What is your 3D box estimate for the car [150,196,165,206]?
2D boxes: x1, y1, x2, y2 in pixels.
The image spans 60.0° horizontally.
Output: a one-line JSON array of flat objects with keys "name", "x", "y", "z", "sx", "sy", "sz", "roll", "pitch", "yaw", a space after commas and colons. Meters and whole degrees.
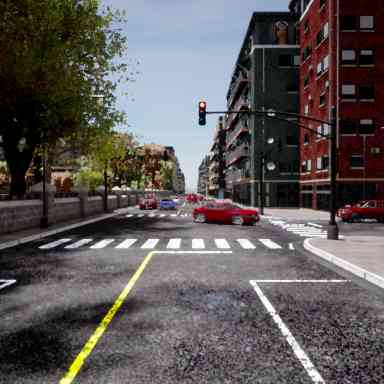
[{"name": "car", "x": -5.647, "y": 1.457, "z": 54.966, "sx": 1.967, "sy": 1.590, "sz": 4.097, "roll": 0, "pitch": 0, "yaw": 0}]

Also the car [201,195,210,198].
[{"name": "car", "x": 2.730, "y": 1.538, "z": 49.595, "sx": 1.752, "sy": 1.417, "sz": 4.829, "roll": 0, "pitch": 0, "yaw": 0}]

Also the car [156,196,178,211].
[{"name": "car", "x": -3.065, "y": 1.534, "z": 41.731, "sx": 1.812, "sy": 1.442, "sz": 4.674, "roll": 0, "pitch": 0, "yaw": 0}]

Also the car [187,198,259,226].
[{"name": "car", "x": 2.330, "y": 1.479, "z": 23.656, "sx": 5.008, "sy": 1.535, "sz": 1.882, "roll": 0, "pitch": 1, "yaw": 39}]

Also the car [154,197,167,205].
[{"name": "car", "x": -5.642, "y": 1.566, "z": 60.502, "sx": 1.887, "sy": 1.381, "sz": 4.507, "roll": 0, "pitch": 0, "yaw": 0}]

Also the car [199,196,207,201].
[{"name": "car", "x": 2.757, "y": 1.587, "z": 82.636, "sx": 1.887, "sy": 1.381, "sz": 4.507, "roll": 0, "pitch": 0, "yaw": 0}]

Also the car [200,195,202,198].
[{"name": "car", "x": 2.734, "y": 1.562, "z": 54.960, "sx": 1.887, "sy": 1.381, "sz": 4.507, "roll": 0, "pitch": 0, "yaw": 0}]

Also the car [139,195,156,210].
[{"name": "car", "x": -5.656, "y": 1.324, "z": 43.896, "sx": 2.192, "sy": 1.841, "sz": 5.009, "roll": 0, "pitch": 0, "yaw": 0}]

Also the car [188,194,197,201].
[{"name": "car", "x": 0.068, "y": 1.306, "z": 79.598, "sx": 2.097, "sy": 1.767, "sz": 4.553, "roll": 0, "pitch": 0, "yaw": 0}]

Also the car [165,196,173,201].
[{"name": "car", "x": -5.623, "y": 1.624, "z": 82.642, "sx": 1.802, "sy": 1.307, "sz": 4.206, "roll": 0, "pitch": 0, "yaw": 0}]

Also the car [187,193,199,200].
[{"name": "car", "x": 0.060, "y": 1.251, "z": 69.238, "sx": 2.150, "sy": 2.045, "sz": 5.566, "roll": 0, "pitch": 0, "yaw": 0}]

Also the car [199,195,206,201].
[{"name": "car", "x": 2.761, "y": 1.593, "z": 88.171, "sx": 1.887, "sy": 1.381, "sz": 4.507, "roll": 0, "pitch": 0, "yaw": 0}]

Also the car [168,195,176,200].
[{"name": "car", "x": -5.614, "y": 1.580, "z": 93.542, "sx": 1.752, "sy": 1.417, "sz": 4.829, "roll": 0, "pitch": 0, "yaw": 0}]

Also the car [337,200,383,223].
[{"name": "car", "x": 14.639, "y": 1.591, "z": 27.306, "sx": 5.009, "sy": 1.841, "sz": 2.192, "roll": 1, "pitch": -1, "yaw": 0}]

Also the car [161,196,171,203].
[{"name": "car", "x": -5.632, "y": 1.613, "z": 71.571, "sx": 1.802, "sy": 1.307, "sz": 4.206, "roll": 0, "pitch": 0, "yaw": 0}]

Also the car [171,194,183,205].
[{"name": "car", "x": -3.032, "y": 1.546, "z": 58.383, "sx": 1.812, "sy": 1.442, "sz": 4.674, "roll": 0, "pitch": 0, "yaw": 0}]
